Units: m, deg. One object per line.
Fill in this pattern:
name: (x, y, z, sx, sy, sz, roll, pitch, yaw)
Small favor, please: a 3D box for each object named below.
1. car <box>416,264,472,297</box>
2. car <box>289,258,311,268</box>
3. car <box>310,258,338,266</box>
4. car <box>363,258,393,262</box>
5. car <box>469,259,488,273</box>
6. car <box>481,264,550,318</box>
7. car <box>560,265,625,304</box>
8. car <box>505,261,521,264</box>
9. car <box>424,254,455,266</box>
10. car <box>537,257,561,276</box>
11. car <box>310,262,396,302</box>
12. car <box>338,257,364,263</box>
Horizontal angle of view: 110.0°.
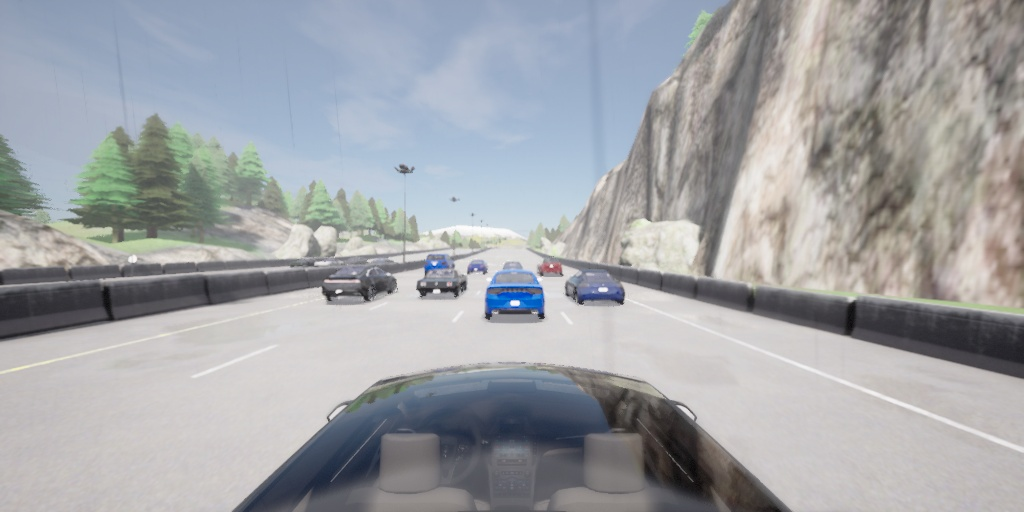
car: (-3.416, 1.304, 18.482, 1.895, 1.301, 4.718, 0, 0, 0)
car: (-28.118, 0.964, 48.855, 1.895, 1.301, 4.718, 0, 1, 0)
car: (-24.623, 0.971, 48.444, 1.895, 1.301, 4.718, 0, 1, 0)
car: (-17.627, 0.915, 48.437, 2.033, 1.411, 5.357, 0, 1, 0)
car: (-3.437, 1.066, 36.331, 1.812, 1.442, 4.674, 0, 1, 0)
car: (0.088, 1.208, 12.866, 1.882, 1.535, 5.008, 0, 0, 0)
car: (3.585, 1.279, 16.110, 1.994, 1.385, 4.181, 0, 0, 0)
car: (0.070, 1.155, 30.408, 2.033, 1.411, 5.357, 0, 1, 0)
car: (-6.935, 0.782, 34.777, 2.150, 2.045, 5.566, 0, 1, 0)
car: (3.564, 0.912, 34.459, 2.097, 1.767, 4.553, 0, 1, 0)
car: (-6.915, 1.207, 16.725, 2.128, 1.511, 4.902, 0, 0, 0)
car: (-21.125, 0.874, 48.446, 1.837, 1.490, 4.892, 0, 1, 0)
